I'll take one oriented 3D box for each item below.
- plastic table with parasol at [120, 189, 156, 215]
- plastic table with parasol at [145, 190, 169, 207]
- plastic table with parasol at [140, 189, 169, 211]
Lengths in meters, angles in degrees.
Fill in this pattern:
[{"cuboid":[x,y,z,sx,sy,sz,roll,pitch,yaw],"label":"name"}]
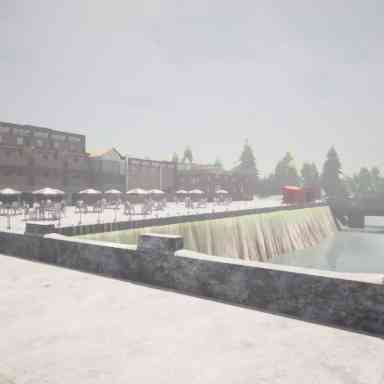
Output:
[{"cuboid":[-5.263,0.925,32.485,2.482,2.480,2.482,0,0,35],"label":"plastic table with parasol"},{"cuboid":[-5.214,0.925,49.162,2.482,2.480,2.482,0,0,35],"label":"plastic table with parasol"},{"cuboid":[-4.504,0.925,40.174,2.482,2.480,2.482,0,0,35],"label":"plastic table with parasol"}]
